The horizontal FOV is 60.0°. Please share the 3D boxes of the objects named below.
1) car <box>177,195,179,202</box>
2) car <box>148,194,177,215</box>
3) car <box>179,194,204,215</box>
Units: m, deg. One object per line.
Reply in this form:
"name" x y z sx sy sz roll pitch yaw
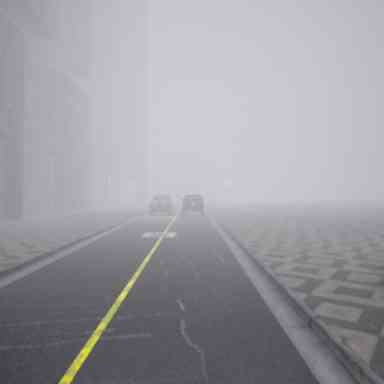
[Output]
"car" -3.017 1.392 75.309 2.097 1.767 4.553 0 0 0
"car" -3.101 1.246 34.629 2.150 2.045 5.566 0 0 0
"car" 0.093 1.245 34.079 2.150 2.045 5.566 0 0 0
